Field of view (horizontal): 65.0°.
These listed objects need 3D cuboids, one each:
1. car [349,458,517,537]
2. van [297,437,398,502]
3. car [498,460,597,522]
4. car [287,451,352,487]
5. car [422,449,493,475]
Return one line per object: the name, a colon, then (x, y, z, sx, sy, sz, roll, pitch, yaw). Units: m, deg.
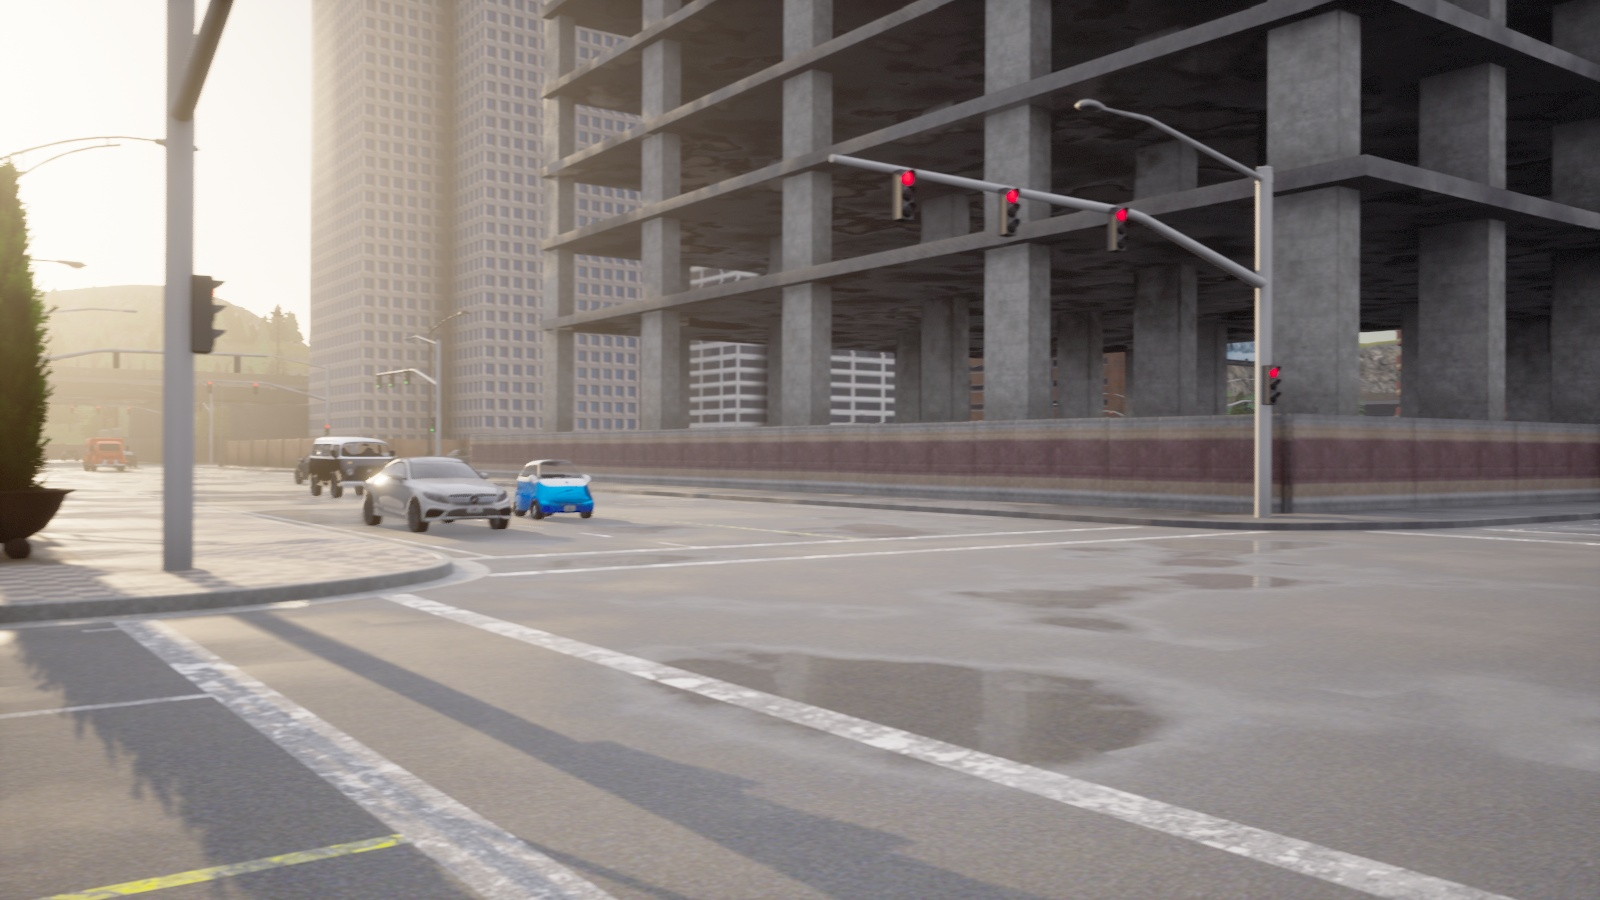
car: (-7.523, 0.886, 25.430, 1.812, 1.442, 4.674, 0, 0, -36)
van: (-15.253, 0.625, 42.184, 2.069, 2.038, 4.480, 0, 0, -36)
car: (-5.883, 0.924, 29.145, 1.481, 1.376, 2.207, 0, -1, -36)
car: (-22.135, 0.837, 57.757, 1.851, 1.617, 3.988, 0, 0, -36)
car: (-24.685, 0.834, 90.568, 4.605, 1.855, 1.932, 0, 0, -35)
